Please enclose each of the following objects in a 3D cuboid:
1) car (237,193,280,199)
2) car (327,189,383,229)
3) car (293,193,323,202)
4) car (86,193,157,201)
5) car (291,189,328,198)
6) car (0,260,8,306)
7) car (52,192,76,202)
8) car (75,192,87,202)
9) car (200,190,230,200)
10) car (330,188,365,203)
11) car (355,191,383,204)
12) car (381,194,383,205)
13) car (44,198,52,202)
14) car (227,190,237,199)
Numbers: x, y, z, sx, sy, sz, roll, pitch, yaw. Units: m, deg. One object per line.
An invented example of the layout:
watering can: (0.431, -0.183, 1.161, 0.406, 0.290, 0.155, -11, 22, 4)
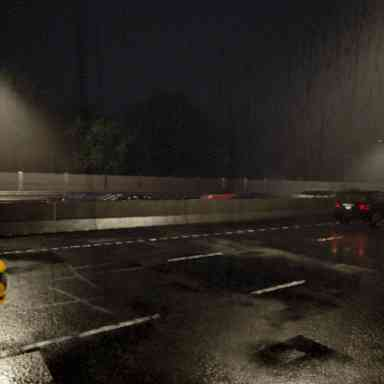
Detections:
car: (7.342, 0.895, 34.481, 4.674, 1.442, 1.812, 0, 1, -34)
car: (10.790, 0.953, 19.779, 5.566, 2.045, 2.150, 0, 1, -34)
car: (17.393, 0.794, 49.778, 4.718, 1.301, 1.895, 0, 1, -34)
car: (-4.191, 0.963, 22.357, 4.892, 1.490, 1.837, 0, 1, -34)
car: (12.369, 0.686, 33.646, 5.566, 2.045, 2.150, 1, 1, -34)
car: (-5.342, 1.297, 4.486, 5.008, 1.535, 1.882, 0, 1, -34)
car: (-8.479, 0.825, 27.902, 5.357, 1.411, 2.033, 0, 1, -34)
car: (-5.940, 0.859, 25.396, 4.902, 1.511, 2.128, 0, 1, -34)
car: (3.209, 0.542, 40.118, 4.553, 1.767, 2.097, 0, 1, -34)
car: (23.144, 0.502, 49.442, 5.566, 2.045, 2.150, 0, 1, -34)
car: (25.139, 0.726, 46.572, 4.553, 1.767, 2.097, 0, 2, -34)
car: (26.931, 1.029, 43.571, 4.181, 1.385, 1.994, 0, 1, -34)
car: (-10.704, 0.735, 30.620, 5.357, 1.411, 2.033, 0, 1, -34)
car: (7.083, 0.828, 38.519, 5.357, 1.411, 2.033, 0, 1, -34)
